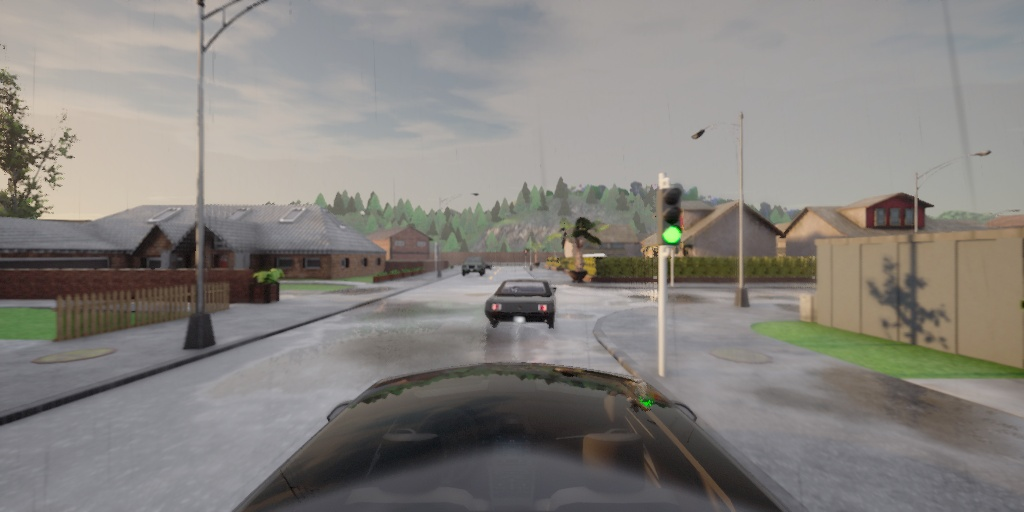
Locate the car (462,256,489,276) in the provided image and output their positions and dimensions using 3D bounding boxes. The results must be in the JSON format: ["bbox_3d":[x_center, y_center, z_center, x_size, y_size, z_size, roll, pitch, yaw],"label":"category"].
[{"bbox_3d":[-4.084,1.068,38.919,2.150,2.045,5.566,0,0,0],"label":"car"}]

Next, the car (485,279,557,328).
[{"bbox_3d":[0.504,1.376,11.572,1.895,1.301,4.718,0,0,8],"label":"car"}]

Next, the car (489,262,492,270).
[{"bbox_3d":[-4.055,1.488,54.157,1.895,1.301,4.718,0,0,1],"label":"car"}]
